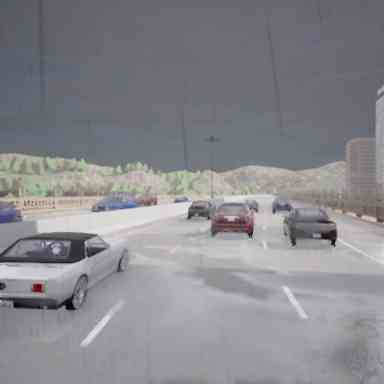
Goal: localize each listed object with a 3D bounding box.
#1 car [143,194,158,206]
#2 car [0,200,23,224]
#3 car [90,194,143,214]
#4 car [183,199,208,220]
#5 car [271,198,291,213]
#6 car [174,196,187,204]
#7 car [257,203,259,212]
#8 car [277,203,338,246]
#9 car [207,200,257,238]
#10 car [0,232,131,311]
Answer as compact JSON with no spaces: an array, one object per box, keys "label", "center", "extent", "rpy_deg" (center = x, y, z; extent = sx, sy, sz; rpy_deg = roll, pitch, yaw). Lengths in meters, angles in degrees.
[{"label":"car","center":[-7.456,1.280,55.913],"extent":[2.150,2.045,5.566],"rpy_deg":[0,-1,13]},{"label":"car","center":[-12.005,1.311,19.102],"extent":[2.097,1.767,4.553],"rpy_deg":[0,0,11]},{"label":"car","center":[-6.470,1.209,28.389],"extent":[2.150,2.045,5.566],"rpy_deg":[0,0,13]},{"label":"car","center":[0.878,1.514,28.223],"extent":[1.837,1.490,4.892],"rpy_deg":[0,0,12]},{"label":"car","center":[10.136,1.410,37.711],"extent":[2.097,1.767,4.553],"rpy_deg":[0,0,12]},{"label":"car","center":[-2.039,1.603,64.127],"extent":[1.882,1.535,5.008],"rpy_deg":[0,0,12]},{"label":"car","center":[6.801,1.597,38.851],"extent":[2.033,1.411,5.357],"rpy_deg":[0,0,12]},{"label":"car","center":[5.333,1.498,15.399],"extent":[2.128,1.511,4.902],"rpy_deg":[0,0,11]},{"label":"car","center":[2.312,1.352,18.102],"extent":[2.097,1.767,4.553],"rpy_deg":[0,0,11]},{"label":"car","center":[-2.886,1.584,7.728],"extent":[1.895,1.301,4.718],"rpy_deg":[0,0,5]}]
